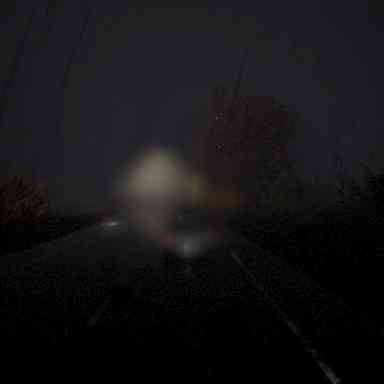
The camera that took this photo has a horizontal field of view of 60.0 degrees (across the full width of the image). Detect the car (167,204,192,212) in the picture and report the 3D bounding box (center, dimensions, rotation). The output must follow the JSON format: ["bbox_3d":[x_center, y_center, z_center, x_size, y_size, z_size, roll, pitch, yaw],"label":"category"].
[{"bbox_3d":[-1.098,1.870,29.441,1.837,1.490,4.892,0,0,-4],"label":"car"}]

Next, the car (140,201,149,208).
[{"bbox_3d":[-10.108,2.551,70.196,2.033,1.411,5.357,0,-1,-11],"label":"car"}]

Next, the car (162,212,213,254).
[{"bbox_3d":[-0.233,1.760,14.207,1.895,1.301,4.718,0,-1,-2],"label":"car"}]
